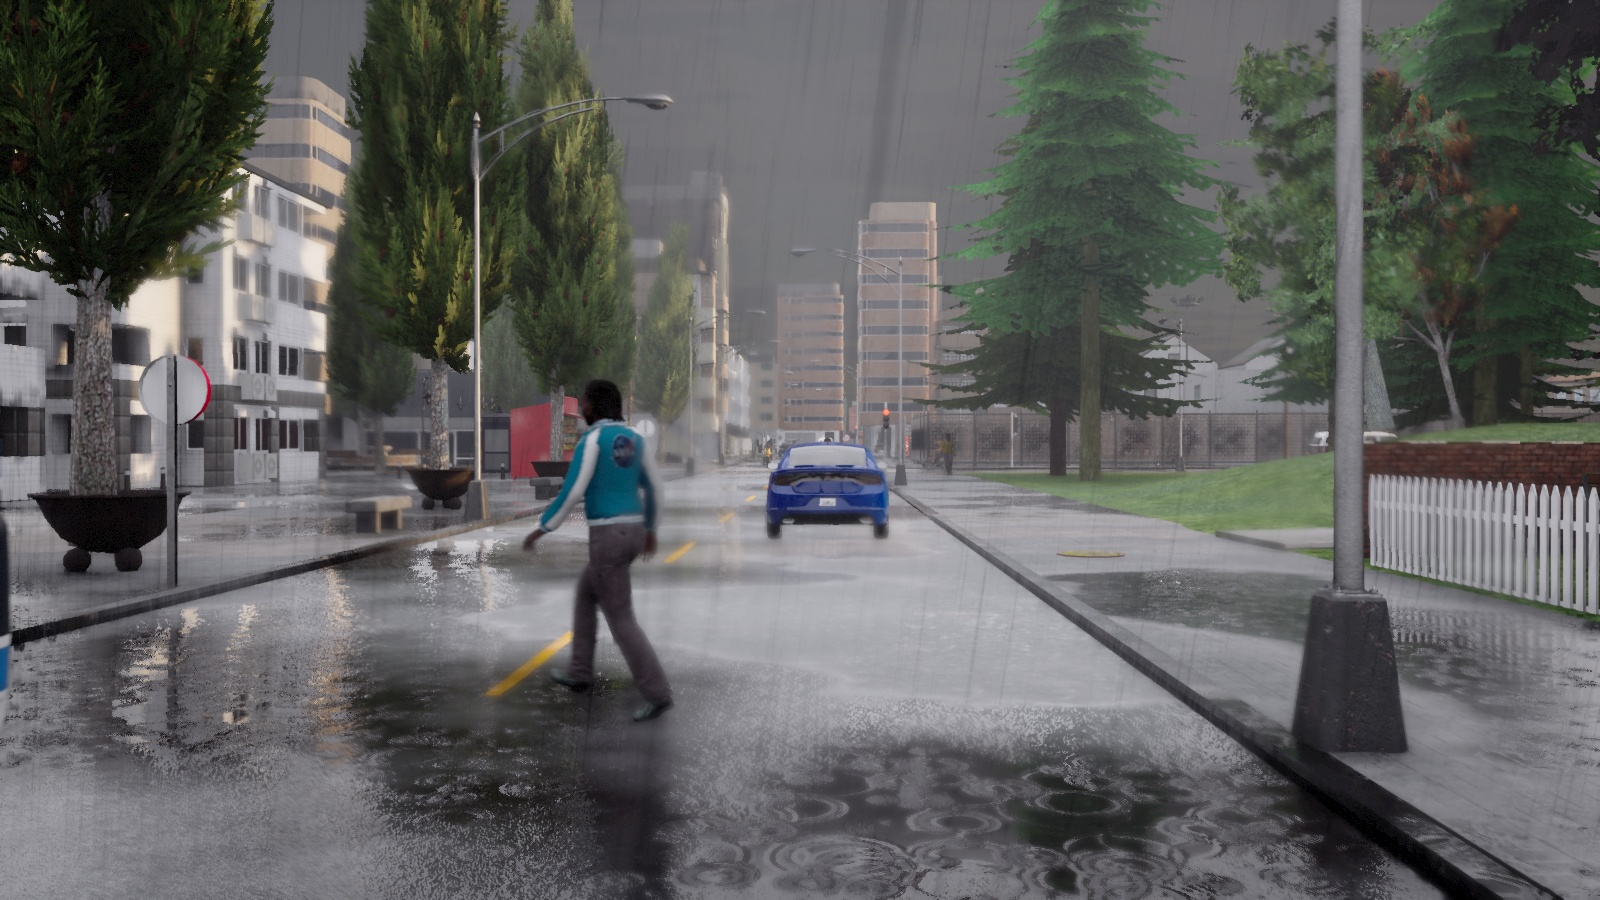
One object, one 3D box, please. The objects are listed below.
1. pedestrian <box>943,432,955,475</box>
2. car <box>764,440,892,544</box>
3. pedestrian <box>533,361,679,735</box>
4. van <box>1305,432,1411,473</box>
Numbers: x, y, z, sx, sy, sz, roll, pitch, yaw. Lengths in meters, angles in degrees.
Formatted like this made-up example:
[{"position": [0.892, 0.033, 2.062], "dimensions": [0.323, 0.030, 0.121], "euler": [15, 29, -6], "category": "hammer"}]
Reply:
[{"position": [6.341, 0.158, 53.569], "dimensions": [0.431, 1.840, 0.709], "euler": [0, 0, 2], "category": "pedestrian"}, {"position": [0.464, 0.606, 21.016], "dimensions": [1.882, 1.535, 5.008], "euler": [0, 0, 1], "category": "car"}, {"position": [-1.054, 0.502, 6.824], "dimensions": [0.692, 1.930, 0.396], "euler": [0, 0, 31], "category": "pedestrian"}, {"position": [28.351, 0.131, 63.895], "dimensions": [4.480, 2.038, 2.069], "euler": [0, 0, 1], "category": "van"}]
